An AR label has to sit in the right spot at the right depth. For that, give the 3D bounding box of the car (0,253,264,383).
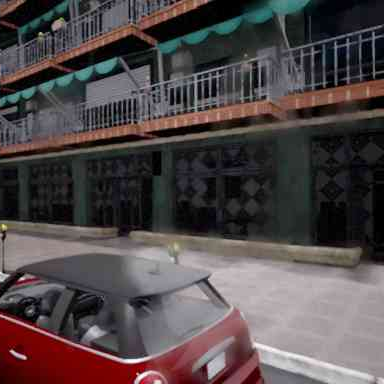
[{"bbox_3d":[-1.378,1.456,3.858,4.097,1.590,1.967,0,0,35],"label":"car"}]
